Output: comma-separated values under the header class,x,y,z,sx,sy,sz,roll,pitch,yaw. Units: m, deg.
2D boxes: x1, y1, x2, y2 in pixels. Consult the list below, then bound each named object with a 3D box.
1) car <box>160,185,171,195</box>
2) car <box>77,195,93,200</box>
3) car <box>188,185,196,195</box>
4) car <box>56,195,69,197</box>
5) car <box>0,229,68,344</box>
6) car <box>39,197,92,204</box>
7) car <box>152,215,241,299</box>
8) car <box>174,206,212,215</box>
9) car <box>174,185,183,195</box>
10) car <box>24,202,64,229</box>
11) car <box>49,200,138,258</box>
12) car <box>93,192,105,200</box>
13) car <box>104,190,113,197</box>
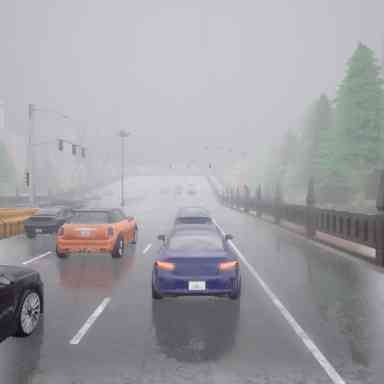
class,x,y,z,sx,sy,sz,roll,pitch,yaw
car,-7.098,-0.054,86.168,1.837,1.490,4.892,0,7,0
car,-21.159,1.507,63.181,2.033,1.411,5.357,0,1,0
car,-0.098,-0.069,86.023,1.882,1.535,5.008,0,7,0
car,-21.189,1.351,53.797,2.097,1.767,4.553,0,0,0
car,-3.410,1.492,3.720,2.128,1.511,4.902,0,0,0
car,-14.545,1.547,37.512,5.357,1.411,2.033,0,0,-29
car,0.083,1.526,8.305,1.812,1.442,4.674,0,0,0
car,0.062,1.478,17.636,1.882,1.535,5.008,0,0,0
car,-3.598,-0.047,86.036,1.837,1.490,4.892,0,7,0
car,-6.940,1.505,17.477,1.837,1.490,4.892,0,0,0
car,-3.428,1.352,12.836,2.097,1.767,4.553,0,0,0
car,-21.143,1.149,72.917,1.994,1.385,4.181,0,3,0
car,-21.108,0.300,83.145,2.128,1.511,4.902,0,6,0
